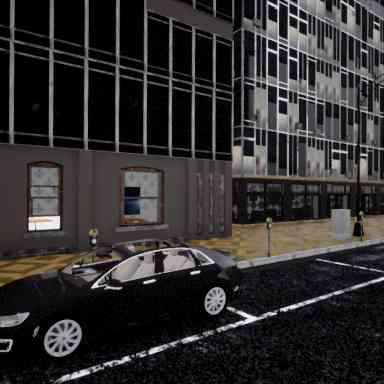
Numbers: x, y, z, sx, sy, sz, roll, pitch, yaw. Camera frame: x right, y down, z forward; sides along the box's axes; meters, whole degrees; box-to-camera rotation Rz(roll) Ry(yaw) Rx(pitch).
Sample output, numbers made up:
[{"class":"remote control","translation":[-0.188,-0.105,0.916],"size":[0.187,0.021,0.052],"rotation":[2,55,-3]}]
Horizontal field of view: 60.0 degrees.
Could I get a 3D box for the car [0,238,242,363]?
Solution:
[{"class":"car","translation":[-1.072,1.551,5.786],"size":[4.403,1.369,2.008],"rotation":[0,0,-35]}]
